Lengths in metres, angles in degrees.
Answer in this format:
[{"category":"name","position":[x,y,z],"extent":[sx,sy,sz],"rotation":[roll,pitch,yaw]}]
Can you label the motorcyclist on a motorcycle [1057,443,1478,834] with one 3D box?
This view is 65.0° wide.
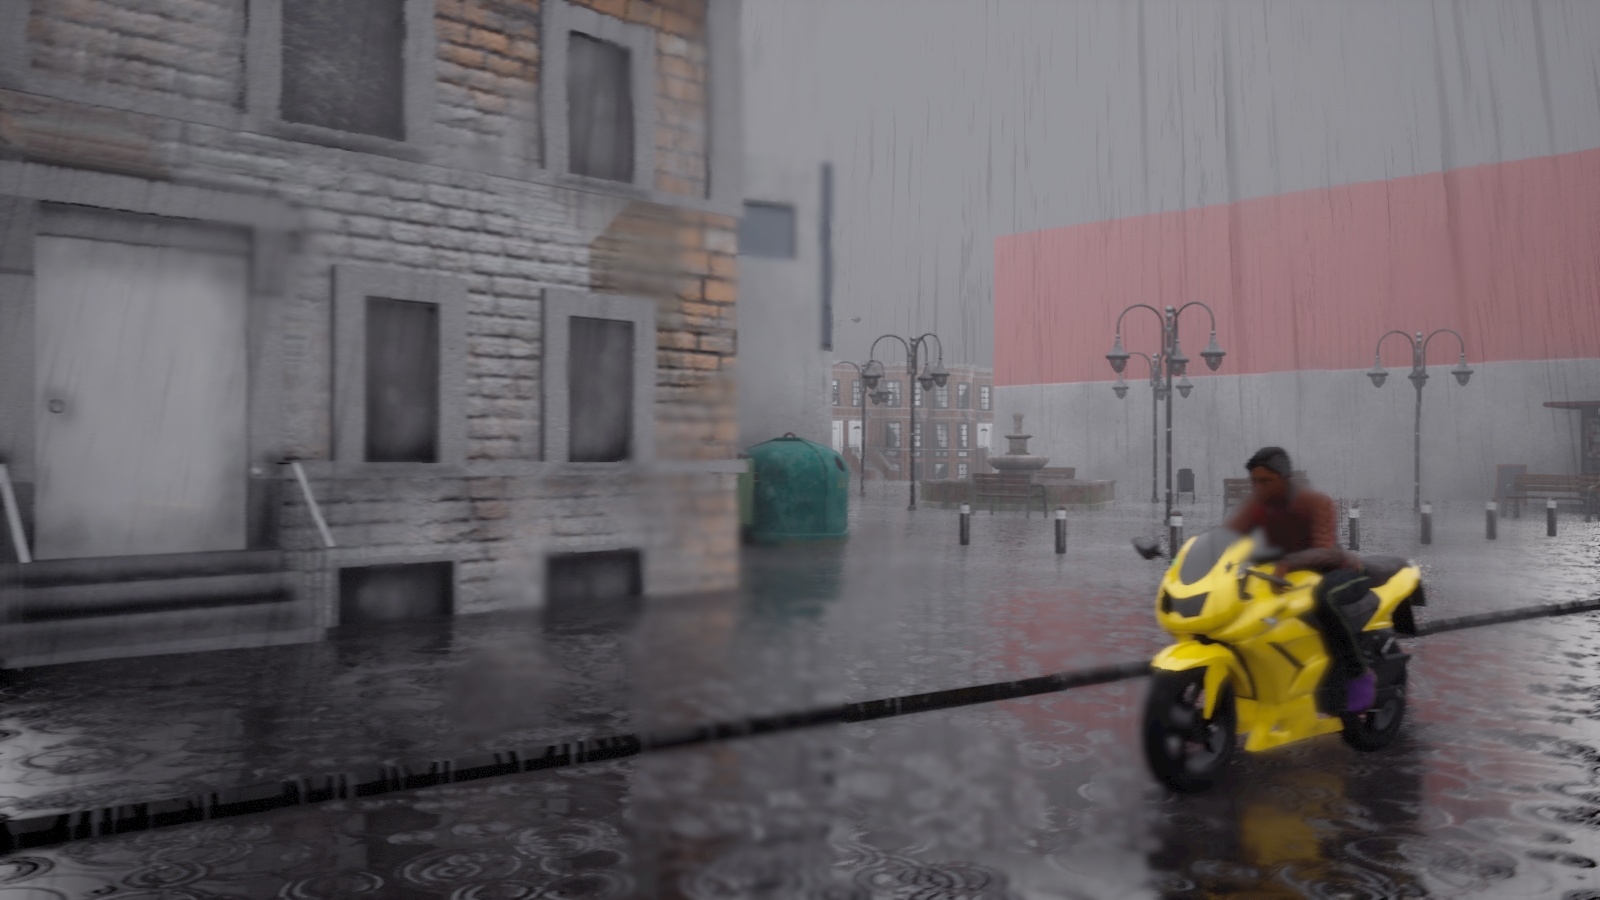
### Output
[{"category":"motorcyclist on a motorcycle","position":[2.205,0.736,5.803],"extent":[2.044,1.523,0.797],"rotation":[0,0,-35]}]
